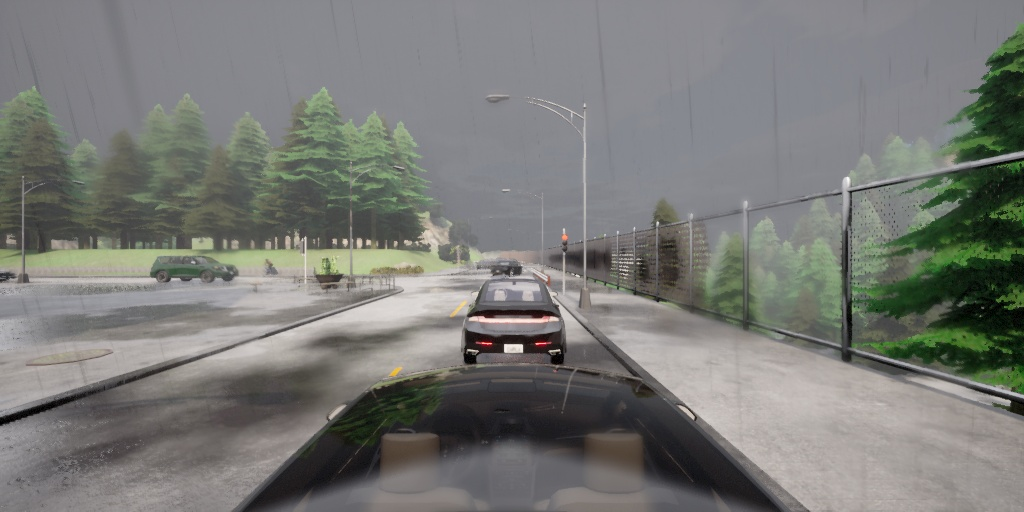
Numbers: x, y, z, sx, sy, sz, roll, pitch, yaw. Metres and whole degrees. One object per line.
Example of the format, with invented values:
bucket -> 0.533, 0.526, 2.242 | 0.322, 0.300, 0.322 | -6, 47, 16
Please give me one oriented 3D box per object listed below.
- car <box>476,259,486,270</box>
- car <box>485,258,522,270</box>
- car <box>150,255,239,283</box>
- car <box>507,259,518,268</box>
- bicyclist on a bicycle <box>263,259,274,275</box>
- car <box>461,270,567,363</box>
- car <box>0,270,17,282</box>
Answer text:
car -> -4.089, 1.255, 52.481 | 1.837, 1.490, 4.892 | 0, 0, 0
car -> -0.476, 1.228, 34.984 | 1.882, 1.535, 5.008 | 1, 0, 20
car -> -23.956, 0.971, 27.146 | 5.566, 2.045, 2.150 | 0, 0, 0
car -> 0.108, 1.255, 61.905 | 1.837, 1.490, 4.892 | 0, 0, 0
bicyclist on a bicycle -> -24.152, 1.099, 35.543 | 0.582, 1.620, 1.656 | 0, 0, 0
car -> 0.047, 1.241, 8.061 | 2.128, 1.511, 4.902 | 0, 0, 1
car -> -41.243, 1.298, 27.172 | 5.357, 1.411, 2.033 | 0, 0, 0
